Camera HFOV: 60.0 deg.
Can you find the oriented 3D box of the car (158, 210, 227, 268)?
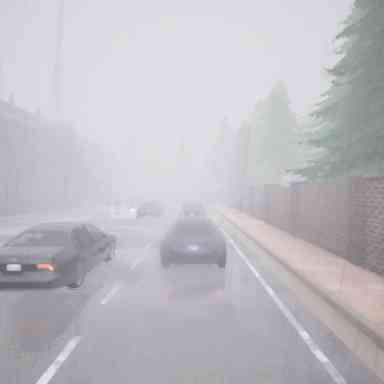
[{"bbox_3d":[0.057,1.517,11.143,1.994,1.385,4.181,0,0,0],"label":"car"}]

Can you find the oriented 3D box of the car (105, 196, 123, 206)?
[{"bbox_3d":[-11.640,1.306,49.473,1.837,1.490,4.892,2,-1,-27],"label":"car"}]

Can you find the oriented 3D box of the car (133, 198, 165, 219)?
[{"bbox_3d":[-3.437,1.449,28.206,1.994,1.385,4.181,0,0,0],"label":"car"}]

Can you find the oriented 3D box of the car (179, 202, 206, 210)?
[{"bbox_3d":[0.036,1.450,24.002,2.033,1.411,5.357,0,0,0],"label":"car"}]

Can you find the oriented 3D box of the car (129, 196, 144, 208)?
[{"bbox_3d":[-7.202,1.312,44.252,2.128,1.511,4.902,0,0,-3],"label":"car"}]

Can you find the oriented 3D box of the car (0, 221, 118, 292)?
[{"bbox_3d":[-3.458,1.511,9.001,2.033,1.411,5.357,0,0,0],"label":"car"}]
